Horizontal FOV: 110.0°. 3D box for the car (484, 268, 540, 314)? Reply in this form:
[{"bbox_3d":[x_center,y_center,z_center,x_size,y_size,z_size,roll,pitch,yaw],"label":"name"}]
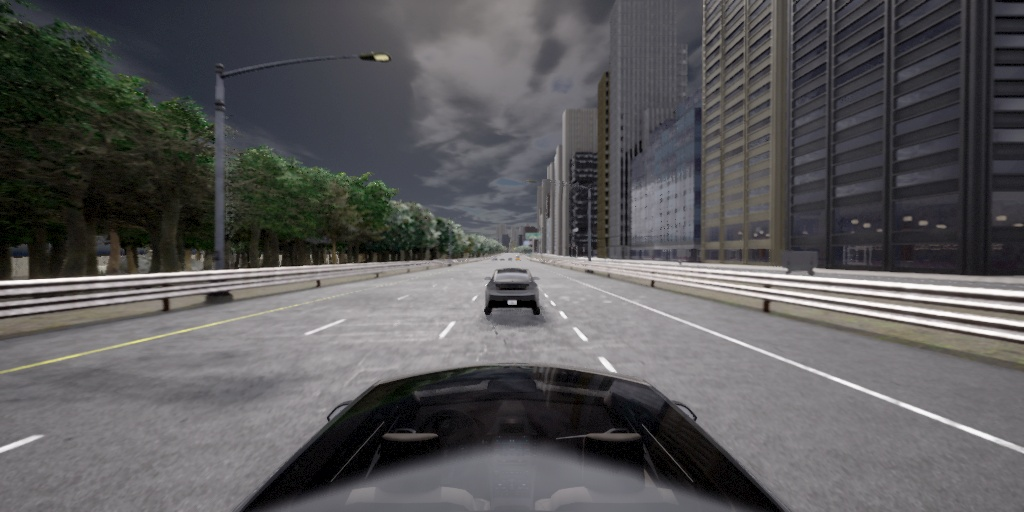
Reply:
[{"bbox_3d":[0.002,1.208,13.762,1.837,1.490,4.892,0,0,0],"label":"car"}]
